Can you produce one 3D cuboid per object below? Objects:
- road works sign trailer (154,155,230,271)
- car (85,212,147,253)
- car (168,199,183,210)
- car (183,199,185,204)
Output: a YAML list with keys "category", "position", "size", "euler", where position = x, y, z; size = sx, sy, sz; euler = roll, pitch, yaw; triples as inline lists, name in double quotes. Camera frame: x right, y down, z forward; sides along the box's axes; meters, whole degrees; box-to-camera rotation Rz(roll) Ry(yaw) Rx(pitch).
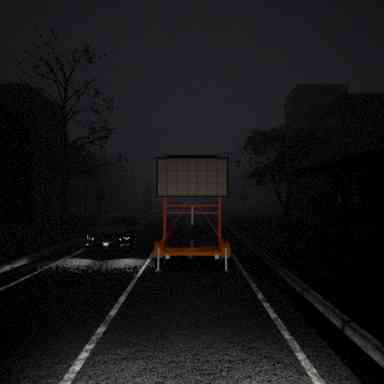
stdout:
- category: "road works sign trailer"
  position: [0.009, 0.566, 11.193]
  size: [2.380, 3.560, 2.880]
  euler: [0, -1, 0]
- category: "car"
  position: [-3.088, 1.654, 14.347]
  size: [1.837, 1.490, 4.892]
  euler: [0, -1, 0]
- category: "car"
  position: [-3.038, 2.325, 57.564]
  size: [2.033, 1.411, 5.357]
  euler: [0, -1, 0]
- category: "car"
  position: [-2.927, 2.527, 91.172]
  size: [1.812, 1.442, 4.674]
  euler: [0, 0, 0]
